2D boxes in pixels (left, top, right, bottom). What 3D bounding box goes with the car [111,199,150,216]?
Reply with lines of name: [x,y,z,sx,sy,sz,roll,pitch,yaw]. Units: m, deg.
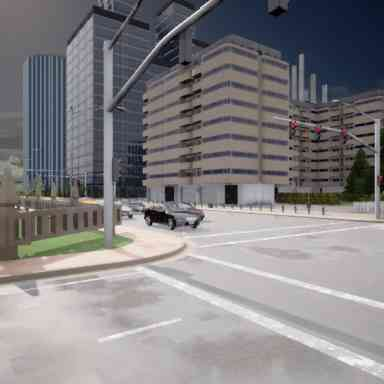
car: [-6.406,1.491,34.366,2.128,1.511,4.902,0,0,-35]

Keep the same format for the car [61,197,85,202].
car: [-15.245,1.547,40.753,2.033,1.411,5.357,0,0,-35]

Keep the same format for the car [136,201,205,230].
car: [-1.382,1.492,21.218,2.128,1.511,4.902,0,0,-34]

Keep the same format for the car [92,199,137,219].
car: [-6.727,1.526,28.785,1.812,1.442,4.674,0,0,-35]

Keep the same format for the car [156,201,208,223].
car: [-0.906,1.526,26.685,1.812,1.442,4.674,0,0,-36]

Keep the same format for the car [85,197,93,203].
car: [-14.377,1.478,45.592,1.882,1.535,5.008,0,0,-35]
